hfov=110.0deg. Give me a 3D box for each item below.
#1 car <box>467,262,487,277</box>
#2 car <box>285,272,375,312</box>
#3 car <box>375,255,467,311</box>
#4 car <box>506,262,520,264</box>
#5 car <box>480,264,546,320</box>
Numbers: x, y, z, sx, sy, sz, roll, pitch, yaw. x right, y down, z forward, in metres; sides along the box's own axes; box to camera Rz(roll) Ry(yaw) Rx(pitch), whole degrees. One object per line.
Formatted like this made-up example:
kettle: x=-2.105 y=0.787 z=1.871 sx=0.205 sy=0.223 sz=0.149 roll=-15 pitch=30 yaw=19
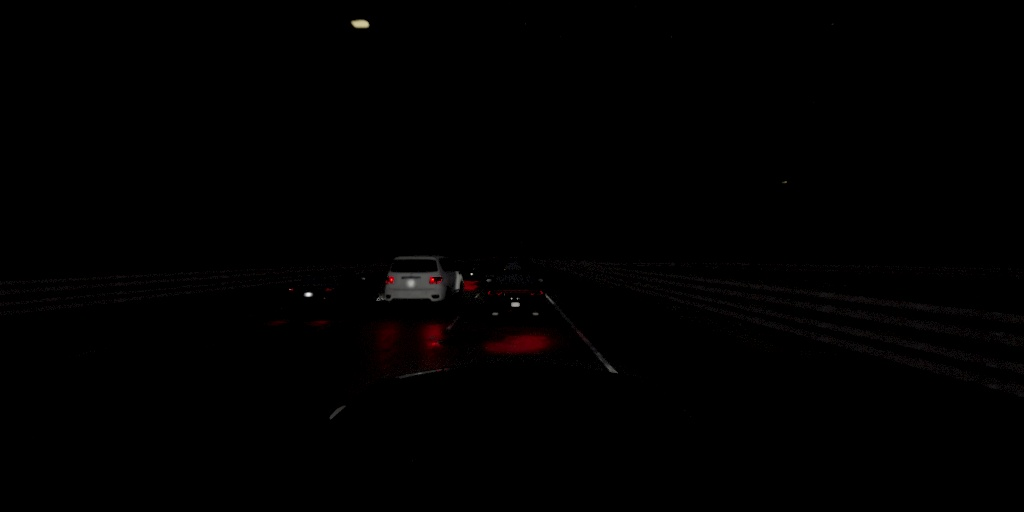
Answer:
car: x=-3.402 y=1.279 z=32.720 sx=1.837 sy=1.490 sz=4.892 roll=0 pitch=0 yaw=0
car: x=-6.905 y=1.306 z=14.168 sx=1.994 sy=1.385 sz=4.181 roll=0 pitch=-1 yaw=0
car: x=-3.402 y=0.978 z=14.741 sx=2.150 sy=2.045 sz=5.566 roll=0 pitch=0 yaw=0
car: x=0.094 y=1.302 z=33.566 sx=1.812 sy=1.442 sz=4.674 roll=0 pitch=0 yaw=0
car: x=0.099 y=1.231 z=12.681 sx=1.882 sy=1.535 sz=5.008 roll=0 pitch=0 yaw=0
